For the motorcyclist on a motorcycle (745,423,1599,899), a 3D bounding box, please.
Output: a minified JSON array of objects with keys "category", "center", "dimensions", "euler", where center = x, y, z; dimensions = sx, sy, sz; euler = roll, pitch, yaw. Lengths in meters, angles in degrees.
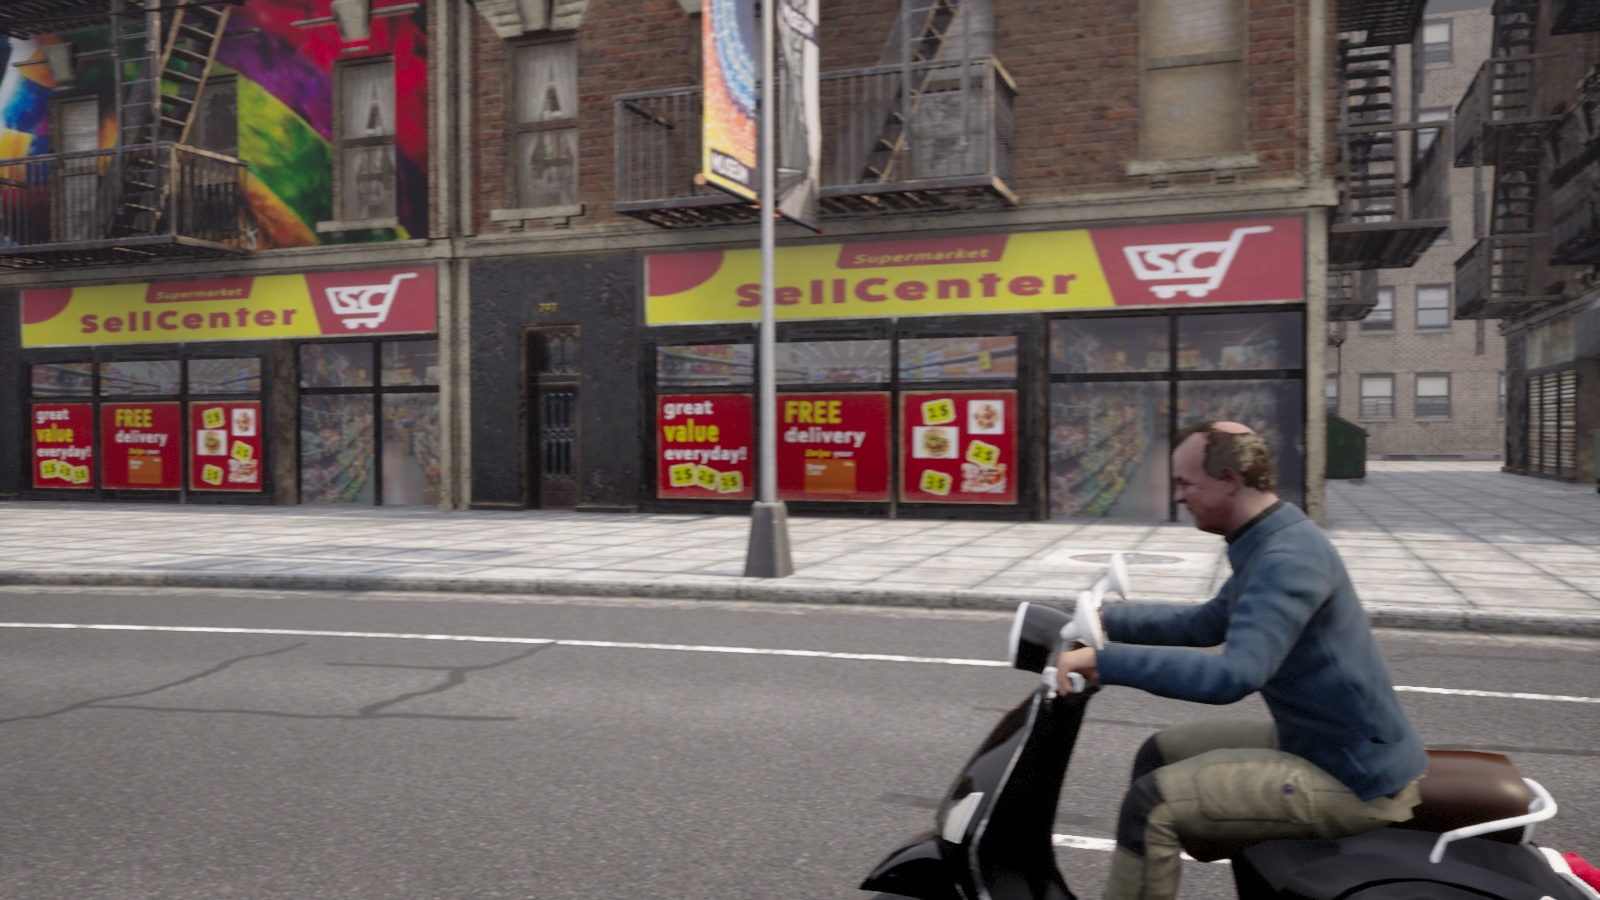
[{"category":"motorcyclist on a motorcycle","center":[0.878,0.734,2.923],"dimensions":[1.817,1.590,0.866],"euler":[1,1,20]}]
